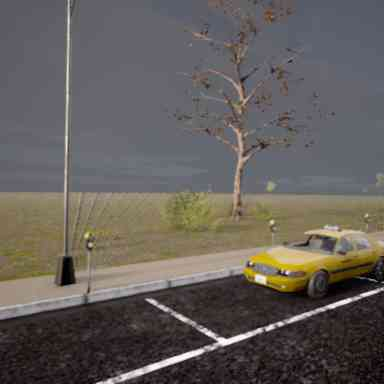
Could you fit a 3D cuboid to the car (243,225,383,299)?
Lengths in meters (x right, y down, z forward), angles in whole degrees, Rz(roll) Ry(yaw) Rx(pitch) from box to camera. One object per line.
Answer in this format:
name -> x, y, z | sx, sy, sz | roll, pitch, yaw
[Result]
car -> 3.443, 1.562, 8.543 | 4.829, 1.417, 1.752 | 0, 0, -35
